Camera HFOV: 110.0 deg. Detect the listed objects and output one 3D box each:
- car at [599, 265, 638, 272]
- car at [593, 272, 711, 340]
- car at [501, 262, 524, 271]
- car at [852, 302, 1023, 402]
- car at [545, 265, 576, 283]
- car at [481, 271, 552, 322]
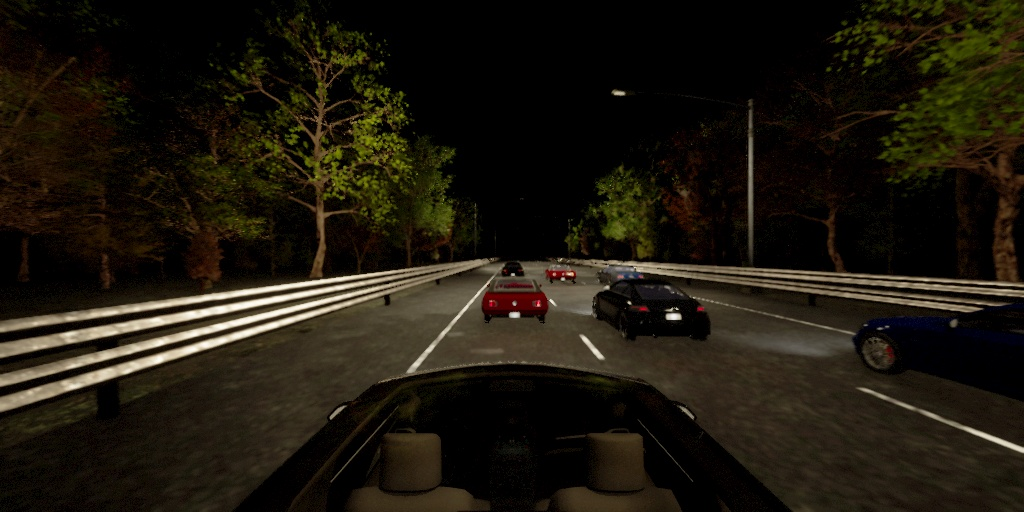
[{"bbox_3d":[7.059,1.276,23.819,2.033,1.411,5.357,0,0,0],"label":"car"},{"bbox_3d":[3.575,1.308,9.927,1.994,1.385,4.181,0,0,0],"label":"car"},{"bbox_3d":[0.062,1.246,29.761,1.812,1.442,4.674,0,0,0],"label":"car"},{"bbox_3d":[7.060,1.274,4.496,1.812,1.442,4.674,0,0,0],"label":"car"},{"bbox_3d":[3.563,1.325,27.229,1.895,1.301,4.718,0,0,0],"label":"car"},{"bbox_3d":[0.081,1.341,12.125,1.895,1.301,4.718,0,0,0],"label":"car"}]
